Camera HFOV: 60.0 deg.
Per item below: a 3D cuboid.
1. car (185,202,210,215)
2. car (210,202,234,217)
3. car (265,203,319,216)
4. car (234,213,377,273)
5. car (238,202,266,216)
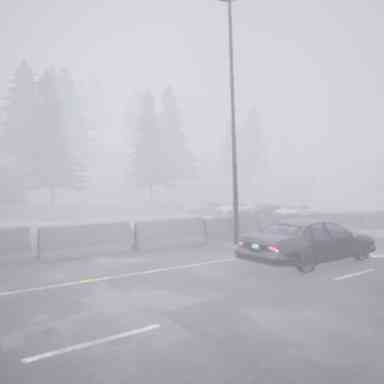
[{"bbox_3d":[1.603,1.746,35.199,4.718,1.301,1.895,1,0,-35],"label":"car"},{"bbox_3d":[4.405,1.681,32.896,4.674,1.442,1.812,1,0,-35],"label":"car"},{"bbox_3d":[8.514,1.682,27.229,4.674,1.442,1.812,1,0,-35],"label":"car"},{"bbox_3d":[3.819,1.586,10.757,5.357,1.411,2.033,0,0,-35],"label":"car"},{"bbox_3d":[6.709,1.707,30.242,5.357,1.411,2.033,1,0,-35],"label":"car"}]
